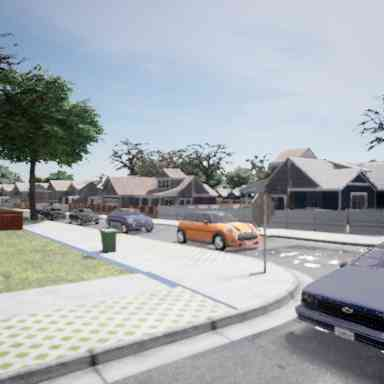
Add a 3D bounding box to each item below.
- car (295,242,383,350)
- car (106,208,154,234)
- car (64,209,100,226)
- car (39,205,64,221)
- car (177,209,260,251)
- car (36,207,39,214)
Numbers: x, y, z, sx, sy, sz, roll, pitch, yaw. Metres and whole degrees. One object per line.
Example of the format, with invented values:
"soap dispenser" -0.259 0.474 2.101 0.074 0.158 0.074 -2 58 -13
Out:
"car" 4.264 1.618 6.141 5.357 1.411 2.033 2 -1 -36
"car" -4.615 2.001 24.381 2.097 1.767 4.553 0 -2 -36
"car" -10.588 2.405 32.462 1.837 1.490 4.892 0 -2 -37
"car" -16.758 2.643 40.552 1.837 1.490 4.892 0 -1 -38
"car" 1.183 1.743 16.397 2.097 1.767 4.553 0 -2 -36
"car" -23.967 2.834 54.037 2.097 1.767 4.553 0 -1 -41
